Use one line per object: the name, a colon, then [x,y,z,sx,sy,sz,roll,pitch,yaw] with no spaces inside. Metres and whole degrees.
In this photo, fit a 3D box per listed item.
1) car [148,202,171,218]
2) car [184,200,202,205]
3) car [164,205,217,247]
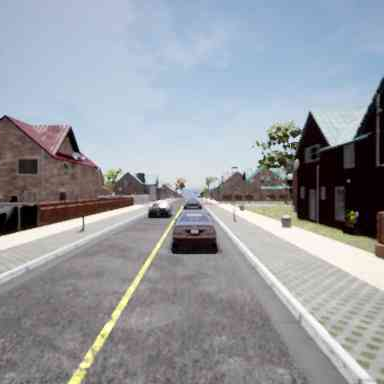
car: [-2.761,1.549,29.506,1.895,1.301,4.718,0,0,0]
car: [0.086,1.523,35.997,1.994,1.385,4.181,0,0,0]
car: [0.097,1.501,14.772,2.033,1.411,5.357,0,0,0]
